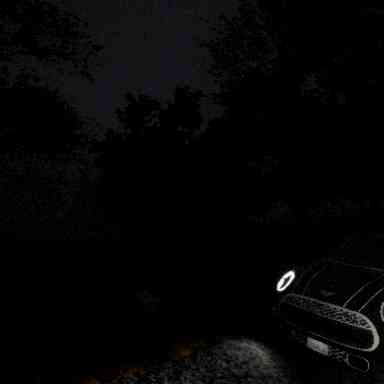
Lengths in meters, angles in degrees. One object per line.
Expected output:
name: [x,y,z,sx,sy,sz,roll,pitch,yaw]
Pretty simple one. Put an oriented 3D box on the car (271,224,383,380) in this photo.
car: [3.415,1.362,5.512,4.553,1.767,2.097,0,0,-35]
